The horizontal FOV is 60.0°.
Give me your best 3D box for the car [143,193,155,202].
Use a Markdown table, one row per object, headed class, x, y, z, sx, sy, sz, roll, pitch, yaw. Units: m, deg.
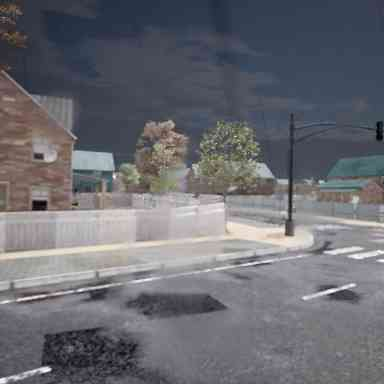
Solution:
| class | x | y | z | sx | sy | sz | roll | pitch | yaw |
| --- | --- | --- | --- | --- | --- | --- | --- | --- | --- |
| car | -7.961 | 0.972 | 60.640 | 1.812 | 1.442 | 4.674 | 2 | 0 | -21 |
